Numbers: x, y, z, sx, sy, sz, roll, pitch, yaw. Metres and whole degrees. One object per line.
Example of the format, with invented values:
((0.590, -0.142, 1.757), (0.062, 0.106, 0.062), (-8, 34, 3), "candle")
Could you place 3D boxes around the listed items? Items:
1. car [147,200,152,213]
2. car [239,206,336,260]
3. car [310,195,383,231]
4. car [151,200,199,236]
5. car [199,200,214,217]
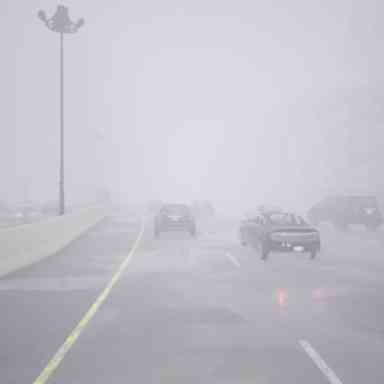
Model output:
((-4.014, 1.564, 37.456), (2.033, 1.411, 5.357), (0, 0, -12), "car")
((3.030, 1.487, 12.379), (2.128, 1.511, 4.902), (0, 0, -4), "car")
((9.311, 1.205, 20.671), (2.150, 2.045, 5.566), (0, 0, -6), "car")
((-1.042, 1.358, 18.586), (2.097, 1.767, 4.553), (0, 0, -6), "car")
((0.752, 1.496, 30.982), (2.128, 1.511, 4.902), (0, 0, -10), "car")
